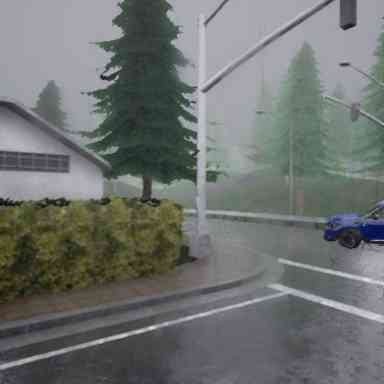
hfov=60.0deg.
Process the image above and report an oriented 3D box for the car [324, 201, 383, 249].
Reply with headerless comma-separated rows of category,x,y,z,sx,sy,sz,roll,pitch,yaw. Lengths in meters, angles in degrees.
car,8.405,1.351,13.629,5.566,2.045,2.150,0,4,26
